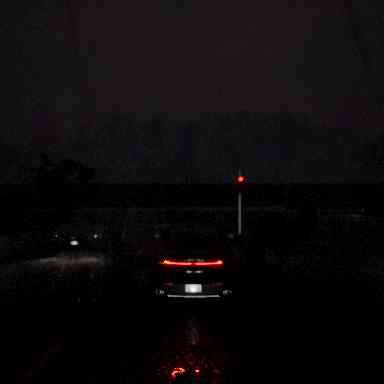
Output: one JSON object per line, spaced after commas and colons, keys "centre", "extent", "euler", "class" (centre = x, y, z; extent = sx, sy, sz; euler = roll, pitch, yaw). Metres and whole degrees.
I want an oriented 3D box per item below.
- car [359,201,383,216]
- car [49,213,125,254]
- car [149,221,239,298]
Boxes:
{"centre": [18.207, 1.561, 31.553], "extent": [4.181, 1.385, 1.994], "euler": [0, 0, 0], "class": "car"}
{"centre": [-4.025, 1.563, 13.416], "extent": [1.994, 1.385, 4.181], "euler": [0, 0, 1], "class": "car"}
{"centre": [0.054, 1.504, 8.477], "extent": [1.837, 1.490, 4.892], "euler": [0, 0, 1], "class": "car"}
